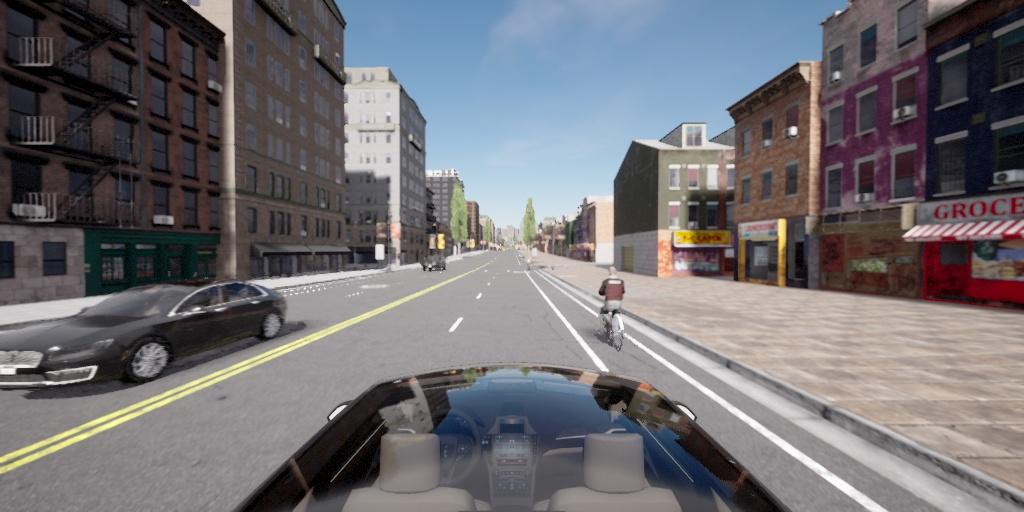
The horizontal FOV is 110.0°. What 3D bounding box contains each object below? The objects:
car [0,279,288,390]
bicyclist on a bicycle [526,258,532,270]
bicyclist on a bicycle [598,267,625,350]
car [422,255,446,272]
[{"bbox_3d":[-6.602,1.258,7.124,1.837,1.490,4.892,0,0,0],"label":"car"},{"bbox_3d":[2.245,1.038,47.870,0.866,1.612,1.509,0,0,0],"label":"bicyclist on a bicycle"},{"bbox_3d":[2.248,1.122,8.228,0.659,1.776,1.843,0,0,0],"label":"bicyclist on a bicycle"},{"bbox_3d":[-9.756,0.834,45.299,2.150,2.045,5.566,0,0,0],"label":"car"}]
